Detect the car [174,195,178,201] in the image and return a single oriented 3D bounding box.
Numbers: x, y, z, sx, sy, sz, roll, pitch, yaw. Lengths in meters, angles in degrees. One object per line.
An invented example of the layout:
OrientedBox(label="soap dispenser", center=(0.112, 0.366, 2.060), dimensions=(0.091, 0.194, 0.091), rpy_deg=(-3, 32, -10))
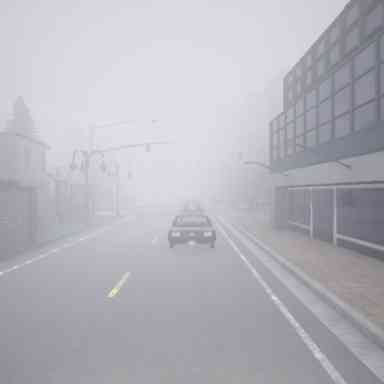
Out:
OrientedBox(label="car", center=(-3.500, 1.519, 82.362), dimensions=(1.812, 1.442, 4.674), rpy_deg=(0, 0, 0))

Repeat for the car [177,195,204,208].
OrientedBox(label="car", center=(0.000, 1.365, 29.620), dimensions=(2.097, 1.767, 4.553), rpy_deg=(0, 0, 0))

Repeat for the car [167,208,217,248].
OrientedBox(label="car", center=(0.000, 1.615, 14.680), dimensions=(1.895, 1.301, 4.718), rpy_deg=(0, 0, 0))
